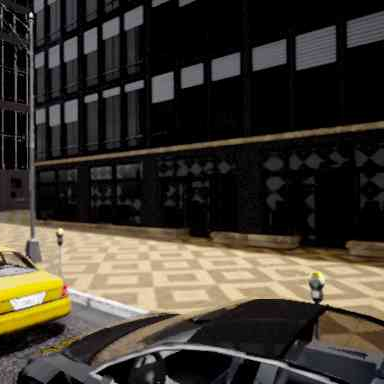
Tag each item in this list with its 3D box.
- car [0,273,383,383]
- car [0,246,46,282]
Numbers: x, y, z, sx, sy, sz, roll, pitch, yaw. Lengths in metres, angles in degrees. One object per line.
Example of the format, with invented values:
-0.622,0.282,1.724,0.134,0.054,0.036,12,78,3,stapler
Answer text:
0.434,1.564,2.540,4.313,1.339,1.947,0,-1,36,car
-4.194,1.510,6.062,4.829,1.417,1.752,0,-1,36,car
